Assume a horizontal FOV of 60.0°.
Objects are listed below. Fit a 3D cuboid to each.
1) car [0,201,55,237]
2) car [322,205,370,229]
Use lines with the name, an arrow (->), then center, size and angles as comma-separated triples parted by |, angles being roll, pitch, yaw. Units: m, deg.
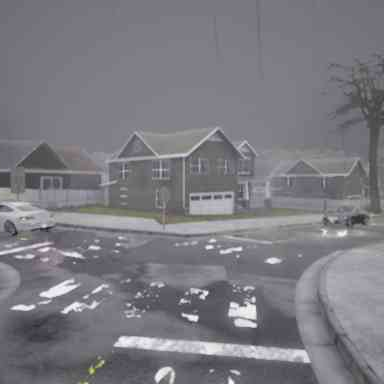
car -> -8.397, 1.140, 15.468 | 4.674, 1.442, 1.812 | 2, 3, 29
car -> 11.295, 1.743, 24.261 | 4.902, 1.511, 2.128 | 1, 1, -43
